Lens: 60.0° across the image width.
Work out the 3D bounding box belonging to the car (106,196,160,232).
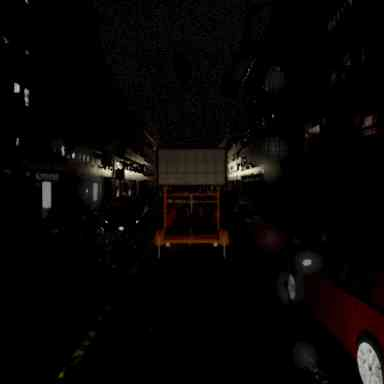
[{"bbox_3d":[-3.114,1.159,17.286,2.033,1.411,5.357,0,1,0],"label":"car"}]

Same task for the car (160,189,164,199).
[{"bbox_3d":[-5.728,0.194,49.826,2.192,1.841,5.009,0,1,0],"label":"car"}]

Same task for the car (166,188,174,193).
[{"bbox_3d":[-5.761,-0.472,89.276,1.887,1.381,4.507,0,1,0],"label":"car"}]

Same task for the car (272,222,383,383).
[{"bbox_3d":[2.689,1.436,4.754,1.887,1.381,4.507,0,1,0],"label":"car"}]

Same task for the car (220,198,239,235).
[{"bbox_3d":[2.680,1.191,16.024,2.008,1.369,4.403,0,1,0],"label":"car"}]

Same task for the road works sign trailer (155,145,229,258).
[{"bbox_3d":[-0.008,0.205,11.496,2.380,3.560,2.880,0,1,0],"label":"road works sign trailer"}]

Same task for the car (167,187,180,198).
[{"bbox_3d":[-3.103,0.232,58.414,2.033,1.411,5.357,0,1,1],"label":"car"}]

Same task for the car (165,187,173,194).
[{"bbox_3d":[-5.756,-0.448,83.638,1.967,1.590,4.097,0,1,0],"label":"car"}]

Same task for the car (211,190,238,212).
[{"bbox_3d":[2.672,0.703,27.289,2.192,1.841,5.009,0,1,0],"label":"car"}]

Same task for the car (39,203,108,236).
[{"bbox_3d":[-5.701,1.206,16.020,1.947,1.339,4.313,0,1,0],"label":"car"}]

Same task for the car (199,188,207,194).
[{"bbox_3d":[2.628,-0.238,78.178,1.752,1.417,4.829,0,1,0],"label":"car"}]

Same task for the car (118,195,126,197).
[{"bbox_3d":[-5.710,0.916,27.120,1.752,1.417,4.829,0,1,0],"label":"car"}]

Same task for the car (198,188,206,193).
[{"bbox_3d":[2.619,-0.471,89.278,1.887,1.381,4.507,0,1,0],"label":"car"}]

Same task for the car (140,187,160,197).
[{"bbox_3d":[-5.724,0.446,44.194,1.967,1.590,4.097,0,1,0],"label":"car"}]

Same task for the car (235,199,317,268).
[{"bbox_3d":[2.685,1.206,10.387,1.967,1.590,4.097,0,1,0],"label":"car"}]
